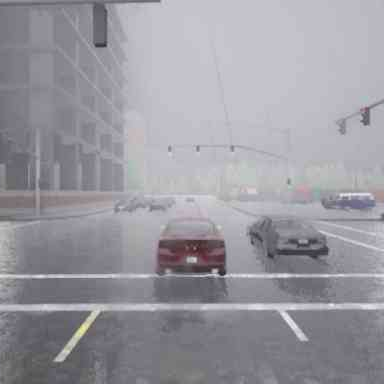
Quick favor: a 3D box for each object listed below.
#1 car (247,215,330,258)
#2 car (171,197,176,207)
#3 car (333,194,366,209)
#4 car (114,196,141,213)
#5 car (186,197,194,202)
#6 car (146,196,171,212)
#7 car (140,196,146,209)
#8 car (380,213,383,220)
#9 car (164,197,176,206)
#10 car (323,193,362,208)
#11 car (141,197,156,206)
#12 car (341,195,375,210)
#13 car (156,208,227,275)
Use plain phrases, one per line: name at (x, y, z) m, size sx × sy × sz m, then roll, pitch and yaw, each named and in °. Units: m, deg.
car at (3.439, 1.595, 12.895) m, size 2.033 × 1.411 × 5.357 m, roll 0°, pitch 0°, yaw -1°
car at (-3.953, 1.620, 49.810) m, size 2.033 × 1.411 × 5.357 m, roll 0°, pitch 0°, yaw 0°
car at (24.924, 1.489, 52.429) m, size 3.905 × 1.438 × 1.784 m, roll 0°, pitch 0°, yaw 0°
car at (-7.463, 1.548, 37.594) m, size 2.128 × 1.511 × 4.902 m, roll 0°, pitch 0°, yaw 0°
car at (-0.417, 1.706, 77.056) m, size 1.895 × 1.301 × 4.718 m, roll 0°, pitch 0°, yaw 0°
car at (-3.962, 1.536, 39.852) m, size 1.882 × 1.535 × 5.008 m, roll 0°, pitch 0°, yaw 0°
car at (-7.461, 1.421, 46.807) m, size 2.097 × 1.767 × 4.553 m, roll 0°, pitch 0°, yaw 0°
car at (16.711, 1.634, 24.123) m, size 5.357 × 1.411 × 2.033 m, roll 0°, pitch 0°, yaw 0°
car at (-3.898, 1.592, 59.931) m, size 1.837 × 1.490 × 4.892 m, roll 0°, pitch 0°, yaw 0°
car at (24.889, 1.282, 55.113) m, size 4.605 × 1.855 × 1.932 m, roll 0°, pitch 0°, yaw 0°
car at (-7.407, 1.648, 56.769) m, size 1.994 × 1.385 × 4.181 m, roll 0°, pitch 0°, yaw 0°
car at (24.906, 1.516, 49.534) m, size 3.806 × 1.475 × 1.970 m, roll 0°, pitch 0°, yaw 0°
car at (-0.029, 1.515, 10.632) m, size 1.882 × 1.535 × 5.008 m, roll 0°, pitch 0°, yaw -1°
